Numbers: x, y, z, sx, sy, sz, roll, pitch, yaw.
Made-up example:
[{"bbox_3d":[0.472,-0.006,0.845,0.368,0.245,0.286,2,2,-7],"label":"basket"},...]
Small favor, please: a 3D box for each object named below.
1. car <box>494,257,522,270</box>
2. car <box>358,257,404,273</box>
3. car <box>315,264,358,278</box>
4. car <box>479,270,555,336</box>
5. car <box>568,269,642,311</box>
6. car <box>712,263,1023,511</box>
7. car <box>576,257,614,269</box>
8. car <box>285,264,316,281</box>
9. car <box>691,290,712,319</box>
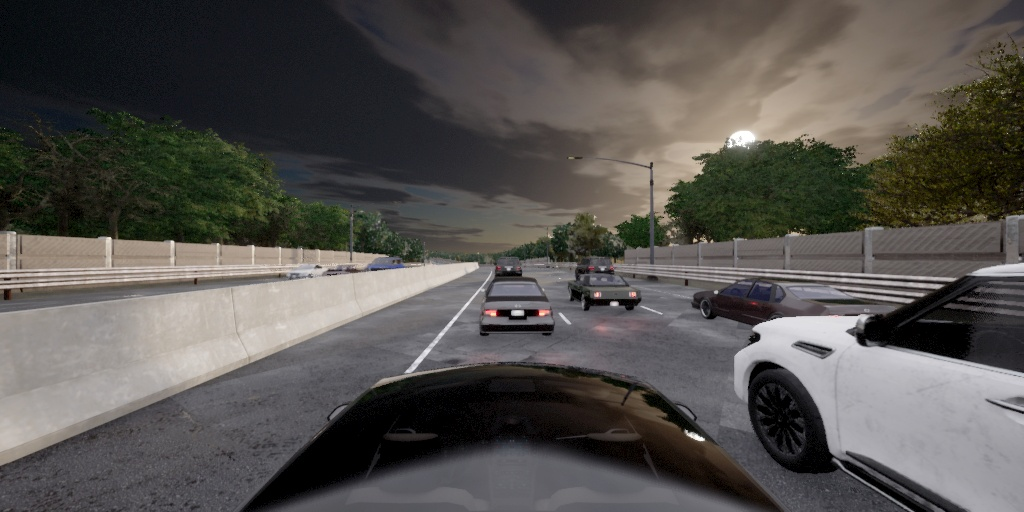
[{"bbox_3d":[-0.314,1.115,29.448,2.150,2.045,5.566,0,-1,-1],"label":"car"},{"bbox_3d":[-11.070,1.138,31.399,2.150,2.045,5.566,0,-1,-2],"label":"car"},{"bbox_3d":[-14.556,1.474,30.701,1.994,1.385,4.181,0,-1,-2],"label":"car"},{"bbox_3d":[0.053,1.299,10.355,2.033,1.411,5.357,0,0,-2],"label":"car"},{"bbox_3d":[3.484,1.364,14.502,1.895,1.301,4.718,0,0,-1],"label":"car"},{"bbox_3d":[3.584,0.970,1.666,2.150,2.045,5.566,0,0,0],"label":"car"},{"bbox_3d":[6.689,1.113,29.420,2.150,2.045,5.566,0,-1,-1],"label":"car"},{"bbox_3d":[-18.093,1.451,32.002,1.812,1.442,4.674,0,-1,-2],"label":"car"},{"bbox_3d":[7.051,1.299,9.722,2.033,1.411,5.357,0,0,-2],"label":"car"}]
